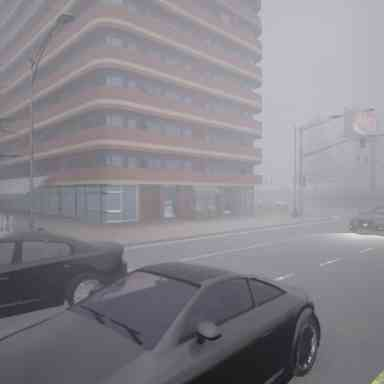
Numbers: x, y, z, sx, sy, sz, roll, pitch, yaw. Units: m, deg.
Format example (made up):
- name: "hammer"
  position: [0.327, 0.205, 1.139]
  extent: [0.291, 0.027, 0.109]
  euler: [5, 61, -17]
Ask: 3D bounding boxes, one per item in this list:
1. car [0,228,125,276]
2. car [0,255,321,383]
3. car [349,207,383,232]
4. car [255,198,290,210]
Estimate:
- name: "car"
  position: [-3.632, 1.478, 6.060]
  extent: [5.008, 1.535, 1.882]
  euler: [0, 0, -38]
- name: "car"
  position: [-0.221, 1.563, 3.694]
  extent: [1.994, 1.385, 4.181]
  euler: [0, 0, 43]
- name: "car"
  position: [10.524, 1.537, 18.759]
  extent: [4.181, 1.385, 1.994]
  euler: [0, 0, -43]
- name: "car"
  position: [10.209, 1.476, 42.416]
  extent: [1.812, 1.442, 4.674]
  euler: [0, 0, -44]
